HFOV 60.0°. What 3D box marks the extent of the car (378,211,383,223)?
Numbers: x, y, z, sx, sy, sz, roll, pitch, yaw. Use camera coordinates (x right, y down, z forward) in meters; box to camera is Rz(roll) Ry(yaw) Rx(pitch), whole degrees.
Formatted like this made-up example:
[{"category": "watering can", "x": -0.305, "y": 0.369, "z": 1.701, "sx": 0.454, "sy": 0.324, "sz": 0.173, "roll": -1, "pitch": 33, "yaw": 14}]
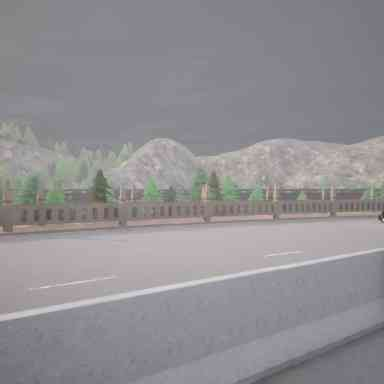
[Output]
[{"category": "car", "x": 15.300, "y": 1.564, "z": 23.513, "sx": 4.181, "sy": 1.385, "sz": 1.994, "roll": 0, "pitch": 0, "yaw": -21}]
